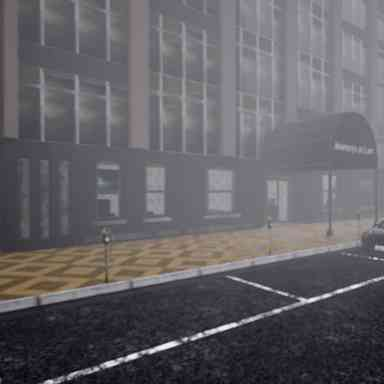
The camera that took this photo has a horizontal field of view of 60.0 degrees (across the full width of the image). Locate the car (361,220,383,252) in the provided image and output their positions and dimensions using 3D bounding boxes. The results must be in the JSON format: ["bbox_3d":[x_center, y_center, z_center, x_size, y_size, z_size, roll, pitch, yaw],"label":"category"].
[{"bbox_3d":[8.176,1.530,12.568,4.313,1.339,1.947,0,0,-36],"label":"car"}]
